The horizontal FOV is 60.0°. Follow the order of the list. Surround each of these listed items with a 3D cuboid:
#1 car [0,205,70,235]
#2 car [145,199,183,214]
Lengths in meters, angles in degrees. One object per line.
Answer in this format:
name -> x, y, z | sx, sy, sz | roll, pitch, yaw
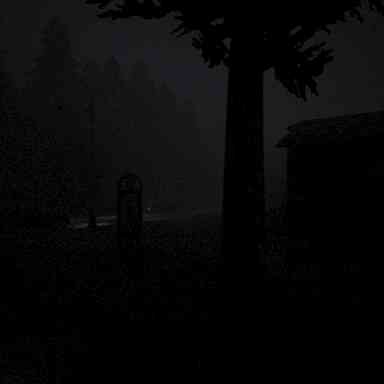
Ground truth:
car -> -9.398, 1.475, 19.014 | 2.128, 1.511, 4.902 | 0, 0, 36
car -> -2.919, 1.470, 35.151 | 2.128, 1.511, 4.902 | 0, 0, 36
